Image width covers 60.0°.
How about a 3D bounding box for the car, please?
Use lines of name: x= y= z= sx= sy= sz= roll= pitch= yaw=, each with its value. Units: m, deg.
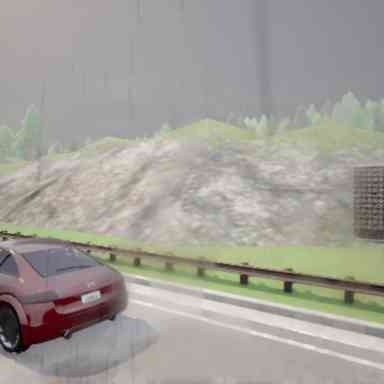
car: x=-3.171 y=1.563 z=6.198 sx=4.181 sy=1.385 sz=1.994 roll=0 pitch=0 yaw=35
